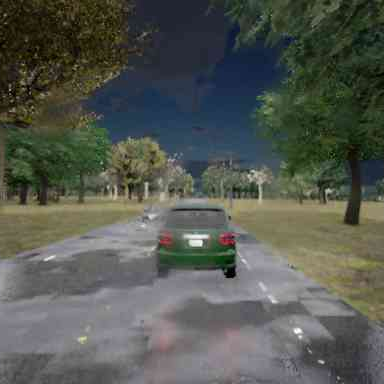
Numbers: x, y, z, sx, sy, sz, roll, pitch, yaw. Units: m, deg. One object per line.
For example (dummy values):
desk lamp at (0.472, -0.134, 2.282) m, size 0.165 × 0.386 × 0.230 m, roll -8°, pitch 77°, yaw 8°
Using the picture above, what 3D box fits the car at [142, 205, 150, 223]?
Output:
car at (-3.220, 1.894, 29.560) m, size 2.128 × 1.511 × 4.902 m, roll 0°, pitch -1°, yaw 1°

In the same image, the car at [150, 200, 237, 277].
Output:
car at (0.145, 1.368, 10.847) m, size 2.150 × 2.045 × 5.566 m, roll 0°, pitch -1°, yaw 1°

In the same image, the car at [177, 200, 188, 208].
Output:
car at (-1.988, 2.473, 70.033) m, size 2.128 × 1.511 × 4.902 m, roll 0°, pitch -1°, yaw 2°

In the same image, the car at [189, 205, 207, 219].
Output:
car at (0.655, 2.097, 36.330) m, size 1.895 × 1.301 × 4.718 m, roll 0°, pitch -1°, yaw 2°
